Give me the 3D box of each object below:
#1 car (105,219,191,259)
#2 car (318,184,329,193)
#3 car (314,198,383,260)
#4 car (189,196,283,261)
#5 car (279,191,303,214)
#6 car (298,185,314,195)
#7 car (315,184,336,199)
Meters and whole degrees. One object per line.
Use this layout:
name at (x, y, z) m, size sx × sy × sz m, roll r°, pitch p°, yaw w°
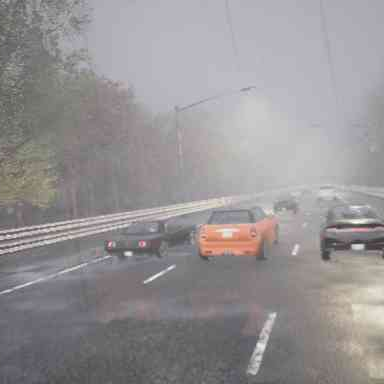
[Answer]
car at (-1.375, 1.752, 13.374) m, size 1.895 × 1.301 × 4.718 m, roll -4°, pitch 0°, yaw 21°
car at (31.317, -0.853, 79.418) m, size 2.150 × 2.045 × 5.566 m, roll -4°, pitch 0°, yaw 21°
car at (5.139, 1.154, 10.874) m, size 2.128 × 1.511 × 4.902 m, roll -4°, pitch 0°, yaw 21°
car at (1.832, 1.261, 12.033) m, size 2.097 × 1.767 × 4.553 m, roll -4°, pitch 0°, yaw 21°
car at (7.970, 1.019, 28.058) m, size 1.837 × 1.490 × 4.892 m, roll -4°, pitch 0°, yaw 21°
car at (24.474, -0.109, 71.243) m, size 1.882 × 1.535 × 5.008 m, roll -4°, pitch 0°, yaw 21°
car at (17.650, 0.067, 43.656) m, size 2.150 × 2.045 × 5.566 m, roll -4°, pitch 0°, yaw 21°
